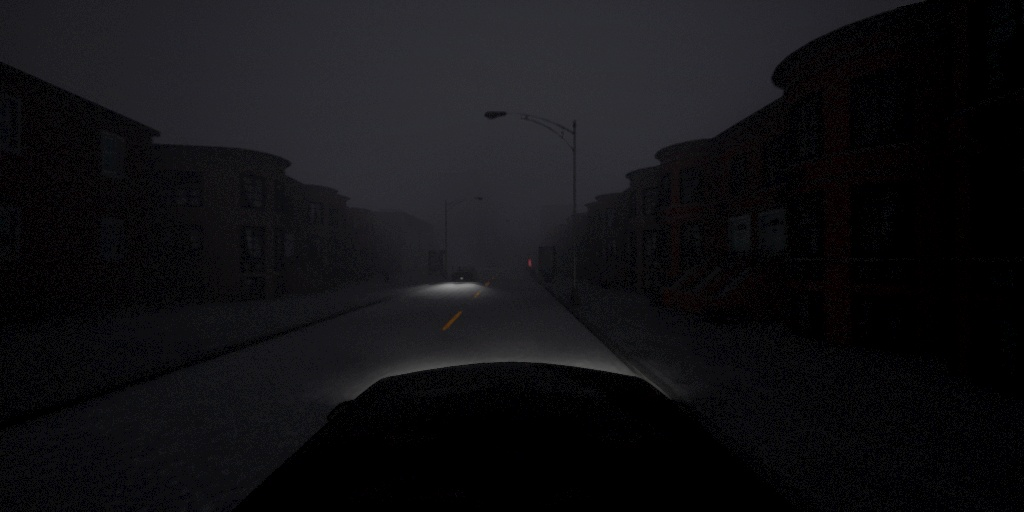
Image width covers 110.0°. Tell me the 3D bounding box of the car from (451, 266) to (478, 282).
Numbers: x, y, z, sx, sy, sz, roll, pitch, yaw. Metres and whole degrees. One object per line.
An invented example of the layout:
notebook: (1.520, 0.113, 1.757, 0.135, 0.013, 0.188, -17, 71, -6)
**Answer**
car: (-4.097, 1.542, 31.474, 1.895, 1.301, 4.718, 0, 0, 0)
